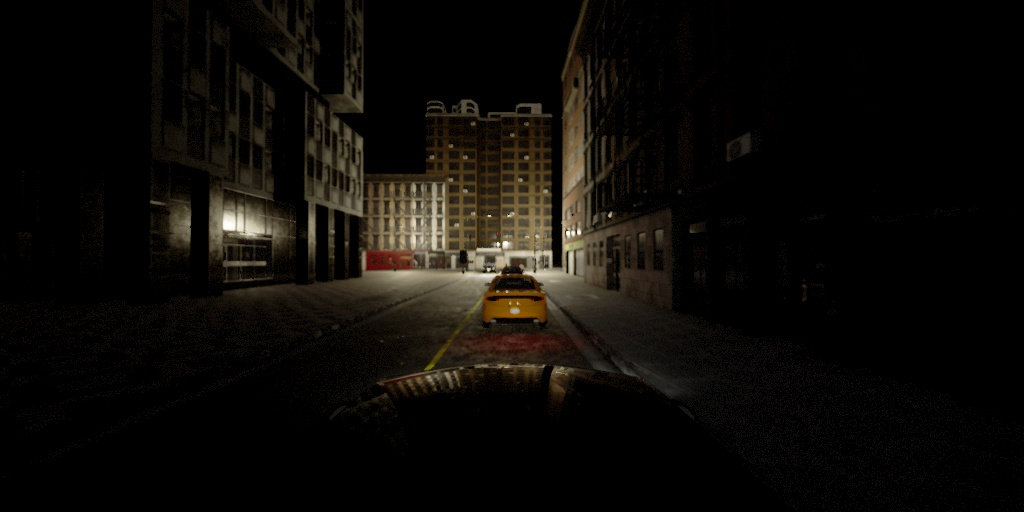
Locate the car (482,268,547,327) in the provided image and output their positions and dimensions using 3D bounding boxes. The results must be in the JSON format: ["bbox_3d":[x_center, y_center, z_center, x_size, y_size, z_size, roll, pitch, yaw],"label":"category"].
[{"bbox_3d":[0.070,1.346,12.129,1.882,1.535,5.008,0,0,0],"label":"car"}]

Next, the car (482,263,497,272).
[{"bbox_3d":[-3.173,1.766,51.500,2.128,1.511,4.902,0,-1,0],"label":"car"}]

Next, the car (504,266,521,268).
[{"bbox_3d":[0.014,1.537,29.953,1.882,1.535,5.008,0,0,0],"label":"car"}]
